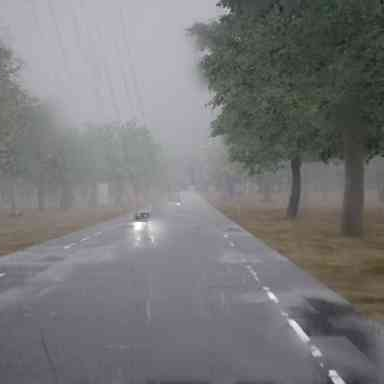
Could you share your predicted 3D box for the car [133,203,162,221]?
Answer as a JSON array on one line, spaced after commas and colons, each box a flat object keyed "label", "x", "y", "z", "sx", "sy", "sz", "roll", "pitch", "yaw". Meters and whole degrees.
[{"label": "car", "x": -3.592, "y": 1.647, "z": 27.601, "sx": 1.994, "sy": 1.385, "sz": 4.181, "roll": 0, "pitch": 0, "yaw": 0}]

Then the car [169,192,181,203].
[{"label": "car", "x": -3.492, "y": 1.119, "z": 68.282, "sx": 2.150, "sy": 2.045, "sz": 5.566, "roll": 0, "pitch": 1, "yaw": 0}]
